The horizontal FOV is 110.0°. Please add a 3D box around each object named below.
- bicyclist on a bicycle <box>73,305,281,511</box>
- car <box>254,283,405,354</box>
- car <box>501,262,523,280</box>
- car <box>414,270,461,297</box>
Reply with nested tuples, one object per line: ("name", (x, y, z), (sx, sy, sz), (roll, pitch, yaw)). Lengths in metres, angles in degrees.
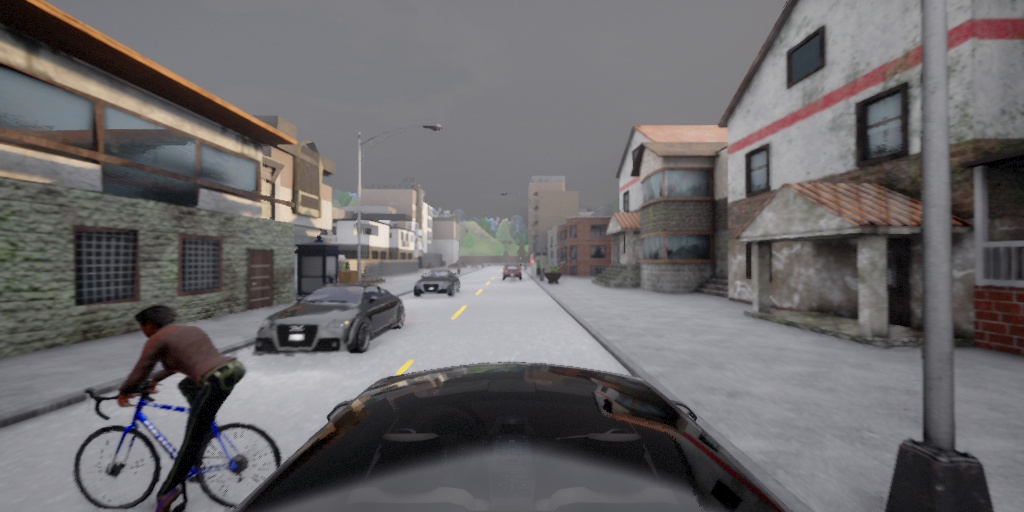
("bicyclist on a bicycle", (-2.664, 1.215, 2.851), (1.656, 1.620, 0.582), (-1, -1, 0))
("car", (-4.106, 1.383, 8.829), (1.994, 1.385, 4.181), (0, 0, 0))
("car", (0.029, 1.608, 35.775), (1.812, 1.442, 4.674), (0, 0, 0))
("car", (-4.109, 1.496, 20.268), (1.994, 1.385, 4.181), (0, -1, 1))
